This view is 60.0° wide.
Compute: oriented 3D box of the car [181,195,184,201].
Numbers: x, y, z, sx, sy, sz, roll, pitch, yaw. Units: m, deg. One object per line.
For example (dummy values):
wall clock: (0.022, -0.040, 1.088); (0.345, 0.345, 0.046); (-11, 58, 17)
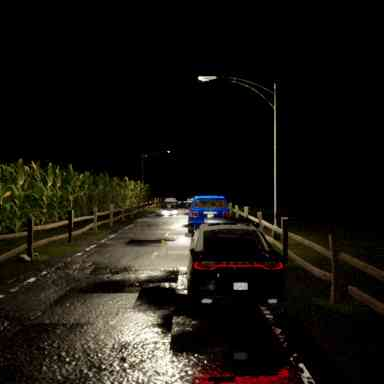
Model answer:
car: (-2.516, 1.606, 84.065); (1.882, 1.535, 5.008); (0, 0, 0)

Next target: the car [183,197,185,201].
car: (0.157, 1.622, 46.281); (1.895, 1.301, 4.718); (0, 0, 1)

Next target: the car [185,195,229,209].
car: (0.875, 1.224, 18.251); (2.150, 2.045, 5.566); (0, 0, 0)

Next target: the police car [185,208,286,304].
police car: (0.848, 1.425, 8.331); (1.930, 1.638, 5.238); (0, 0, 0)

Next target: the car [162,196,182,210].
car: (-2.732, 1.505, 42.532); (2.128, 1.511, 4.902); (0, 0, 0)

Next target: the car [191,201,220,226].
car: (0.892, 1.477, 24.221); (1.882, 1.535, 5.008); (0, 0, 0)
